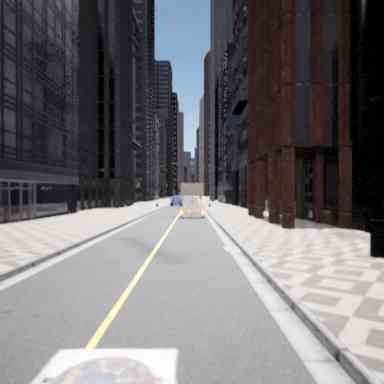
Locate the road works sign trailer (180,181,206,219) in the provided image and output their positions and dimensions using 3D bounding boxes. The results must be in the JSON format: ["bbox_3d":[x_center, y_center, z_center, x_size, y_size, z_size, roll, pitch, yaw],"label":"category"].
[{"bbox_3d":[0.018,0.772,32.430,2.380,3.560,2.880,0,-1,0],"label":"road works sign trailer"}]

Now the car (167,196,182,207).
[{"bbox_3d":[-3.027,1.843,64.521,2.150,2.045,5.566,0,-1,1],"label":"car"}]
